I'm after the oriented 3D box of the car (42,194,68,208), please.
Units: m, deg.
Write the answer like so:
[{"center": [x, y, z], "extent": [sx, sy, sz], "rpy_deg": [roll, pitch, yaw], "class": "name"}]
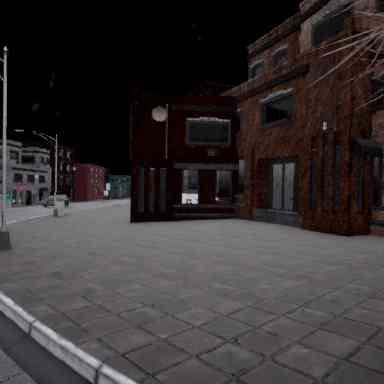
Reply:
[{"center": [-20.610, 1.371, 50.388], "extent": [2.150, 2.045, 5.566], "rpy_deg": [1, 0, -1], "class": "car"}]
